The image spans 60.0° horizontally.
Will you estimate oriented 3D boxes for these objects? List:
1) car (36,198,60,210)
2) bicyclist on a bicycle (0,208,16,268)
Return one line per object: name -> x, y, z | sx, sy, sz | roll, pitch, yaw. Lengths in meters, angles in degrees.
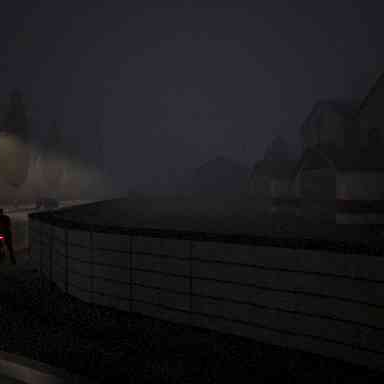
car -> -18.412, 1.516, 42.610 | 1.837, 1.490, 4.892 | 0, 0, -8
bicyclist on a bicycle -> -5.524, 1.305, 9.620 | 0.582, 1.620, 1.656 | 0, 0, -36
